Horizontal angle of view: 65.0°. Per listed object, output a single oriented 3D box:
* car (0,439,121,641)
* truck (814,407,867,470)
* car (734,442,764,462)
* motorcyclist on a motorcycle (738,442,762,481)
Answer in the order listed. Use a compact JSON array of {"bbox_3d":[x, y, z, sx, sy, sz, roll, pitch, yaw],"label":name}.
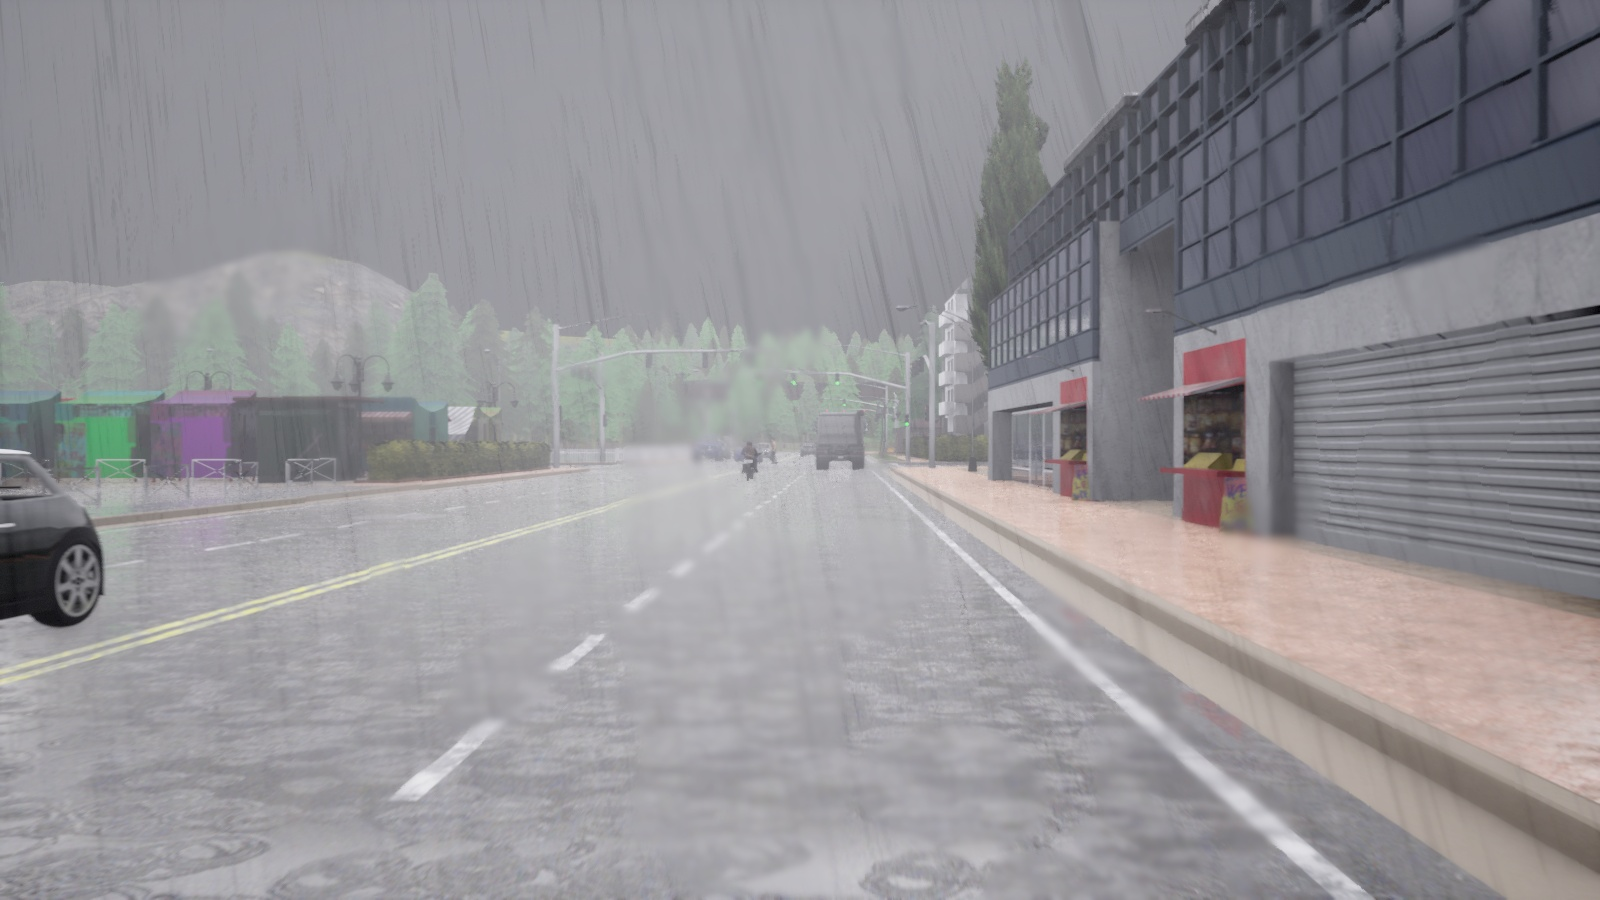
[{"bbox_3d":[-6.826,0.656,8.818,1.970,1.475,3.806,0,0,2],"label":"car"},{"bbox_3d":[2.359,-0.646,73.254,2.891,3.462,7.936,0,0,2],"label":"truck"},{"bbox_3d":[-3.865,0.148,96.078,2.007,1.525,4.514,0,0,2],"label":"car"},{"bbox_3d":[-1.956,0.448,49.559,0.797,1.523,2.044,0,0,2],"label":"motorcyclist on a motorcycle"}]
